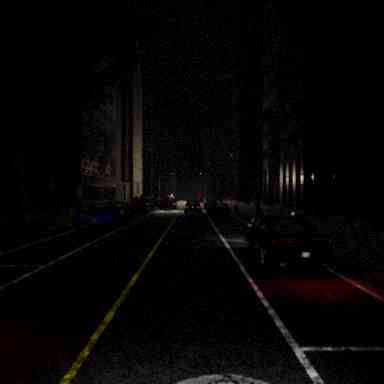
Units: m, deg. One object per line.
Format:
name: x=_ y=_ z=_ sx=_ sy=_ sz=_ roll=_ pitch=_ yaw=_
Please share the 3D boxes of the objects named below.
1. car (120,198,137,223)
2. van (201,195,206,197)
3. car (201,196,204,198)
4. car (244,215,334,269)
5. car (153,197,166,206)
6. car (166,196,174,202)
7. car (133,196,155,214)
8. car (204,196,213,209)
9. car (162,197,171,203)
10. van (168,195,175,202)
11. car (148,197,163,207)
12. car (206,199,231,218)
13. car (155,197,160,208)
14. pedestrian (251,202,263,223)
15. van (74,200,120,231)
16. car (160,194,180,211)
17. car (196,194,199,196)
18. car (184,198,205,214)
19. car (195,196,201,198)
car: x=-5.859 y=1.514 z=26.047 sx=1.967 sy=1.590 sz=4.097 roll=0 pitch=0 yaw=0
van: x=2.665 y=1.527 z=54.230 sx=1.690 sy=1.788 sz=3.998 roll=0 pitch=0 yaw=0
car: x=2.666 y=1.726 z=48.590 sx=1.947 sy=1.339 sz=4.313 roll=0 pitch=0 yaw=0
car: x=3.000 y=1.501 z=11.244 sx=1.882 sy=1.535 sz=5.008 roll=0 pitch=0 yaw=0
car: x=-5.859 y=1.654 z=59.883 sx=1.967 sy=1.590 sz=4.097 roll=0 pitch=0 yaw=0
car: x=-5.860 y=1.905 z=87.912 sx=1.752 sy=1.417 sz=4.829 roll=0 pitch=0 yaw=0
car: x=-5.859 y=1.430 z=37.327 sx=2.192 sy=1.841 sz=5.009 roll=0 pitch=0 yaw=0
car: x=2.667 y=1.556 z=37.313 sx=1.967 sy=1.590 sz=4.097 roll=0 pitch=0 yaw=0
car: x=-5.867 y=1.837 z=76.599 sx=1.752 sy=1.417 sz=4.829 roll=0 pitch=-1 yaw=1
van: x=-5.860 y=1.752 z=93.724 sx=1.690 sy=1.788 sz=3.998 roll=0 pitch=0 yaw=0
car: x=-5.859 y=1.626 z=54.245 sx=1.967 sy=1.590 sz=4.097 roll=0 pitch=0 yaw=0
car: x=2.667 y=1.640 z=31.673 sx=1.887 sy=1.381 sz=4.507 roll=0 pitch=0 yaw=0
car: x=-5.859 y=1.452 z=42.966 sx=2.192 sy=1.841 sz=5.009 roll=0 pitch=0 yaw=0
pedestrian: x=2.849 y=1.325 z=14.208 sx=0.375 sy=1.860 sz=0.375 roll=0 pitch=0 yaw=-15
van: x=-5.859 y=1.394 z=20.408 sx=1.690 sy=1.788 sz=3.998 roll=0 pitch=0 yaw=0
car: x=-3.087 y=1.492 z=44.017 sx=2.097 sy=1.767 sz=4.553 roll=0 pitch=0 yaw=0
car: x=2.666 y=1.663 z=82.422 sx=2.192 sy=1.841 sz=5.009 roll=0 pitch=0 yaw=0
car: x=0.079 y=1.661 z=36.941 sx=2.033 sy=1.411 sz=5.357 roll=0 pitch=0 yaw=0
car: x=0.008 y=1.684 z=48.200 sx=1.812 sy=1.442 sz=4.674 roll=0 pitch=0 yaw=0
